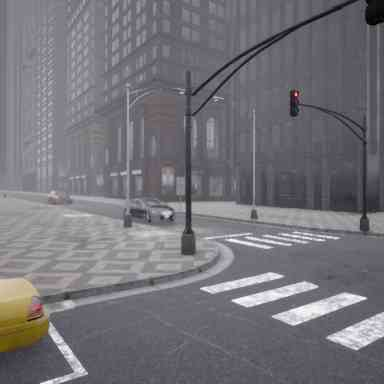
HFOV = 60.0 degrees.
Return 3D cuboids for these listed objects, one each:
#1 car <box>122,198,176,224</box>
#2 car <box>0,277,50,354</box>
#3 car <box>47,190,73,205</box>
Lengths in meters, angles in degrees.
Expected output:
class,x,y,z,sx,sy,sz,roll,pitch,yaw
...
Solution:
class,x,y,z,sx,sy,sz,roll,pitch,yaw
car,-2.912,1.145,21.829,2.128,1.511,4.902,0,1,-36
car,-4.223,1.525,3.641,4.829,1.417,1.752,0,0,-35
car,-15.814,0.608,39.845,2.097,1.767,4.553,0,1,-35
